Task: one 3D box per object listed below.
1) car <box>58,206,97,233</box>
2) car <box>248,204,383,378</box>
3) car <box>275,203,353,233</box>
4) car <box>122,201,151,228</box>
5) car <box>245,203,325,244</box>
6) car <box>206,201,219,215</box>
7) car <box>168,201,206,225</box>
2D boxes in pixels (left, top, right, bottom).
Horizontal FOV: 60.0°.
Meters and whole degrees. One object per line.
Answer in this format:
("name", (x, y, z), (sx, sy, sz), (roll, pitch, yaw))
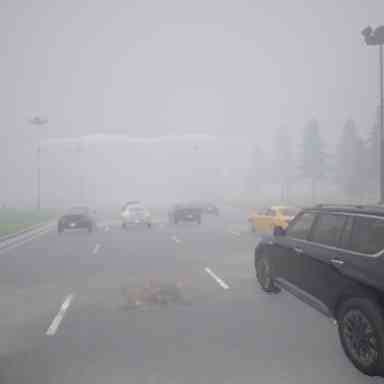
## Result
("car", (-6.865, 1.592, 20.169), (1.812, 1.442, 4.674), (0, 0, -11))
("car", (2.878, 1.200, 5.780), (2.150, 2.045, 5.566), (0, 0, -8))
("car", (7.320, 1.499, 20.684), (2.033, 1.411, 5.357), (0, 0, -11))
("car", (-3.777, 1.568, 22.606), (1.812, 1.442, 4.674), (0, 0, -11))
("car", (4.463, 1.450, 17.003), (1.882, 1.535, 5.008), (0, 0, -11))
("car", (1.328, 1.569, 33.020), (1.994, 1.385, 4.181), (0, 0, -11))
("car", (-0.632, 1.495, 24.780), (1.882, 1.535, 5.008), (0, 0, -11))
